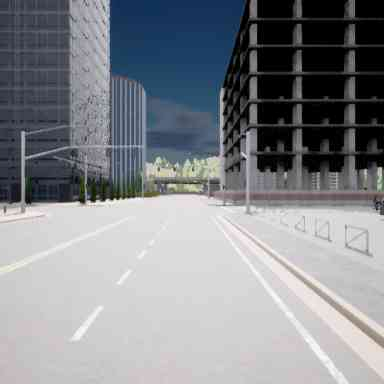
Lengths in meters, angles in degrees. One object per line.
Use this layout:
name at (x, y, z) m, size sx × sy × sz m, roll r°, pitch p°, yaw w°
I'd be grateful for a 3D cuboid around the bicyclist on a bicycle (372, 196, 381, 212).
bicyclist on a bicycle at (18.331, 1.223, 32.988) m, size 0.582 × 1.620 × 1.656 m, roll 0°, pitch 0°, yaw 0°
